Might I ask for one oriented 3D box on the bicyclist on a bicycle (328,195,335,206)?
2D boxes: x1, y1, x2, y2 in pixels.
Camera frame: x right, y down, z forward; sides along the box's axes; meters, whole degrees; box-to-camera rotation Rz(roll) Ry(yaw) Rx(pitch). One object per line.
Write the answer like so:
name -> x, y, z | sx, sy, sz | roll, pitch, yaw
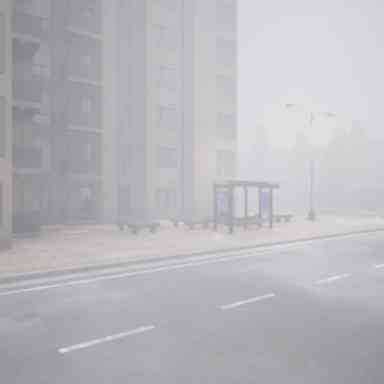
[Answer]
bicyclist on a bicycle -> 19.761, 1.228, 47.161 | 1.656, 1.620, 0.582 | 0, 0, -36
